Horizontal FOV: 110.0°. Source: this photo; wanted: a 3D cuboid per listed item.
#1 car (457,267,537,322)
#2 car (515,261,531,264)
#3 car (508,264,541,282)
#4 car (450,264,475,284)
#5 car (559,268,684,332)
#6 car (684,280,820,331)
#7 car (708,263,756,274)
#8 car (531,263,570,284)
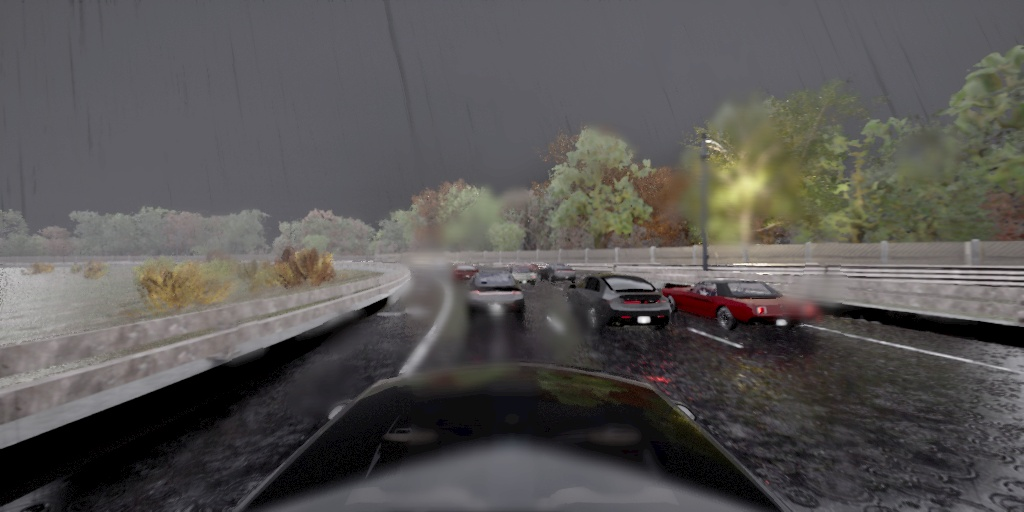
[{"bbox_3d":[-0.681,1.305,12.649,2.128,1.511,4.902,0,0,-6],"label":"car"},{"bbox_3d":[1.247,1.379,44.039,1.812,1.442,4.674,0,0,-40],"label":"car"},{"bbox_3d":[0.368,1.489,26.774,1.895,1.301,4.718,0,0,-13],"label":"car"},{"bbox_3d":[-3.934,1.401,29.431,1.882,1.535,5.008,0,0,-15],"label":"car"},{"bbox_3d":[2.989,1.294,11.071,1.837,1.490,4.892,0,0,-5],"label":"car"},{"bbox_3d":[6.519,1.373,11.097,1.895,1.301,4.718,0,0,-5],"label":"car"},{"bbox_3d":[16.106,1.238,28.348,5.357,1.411,2.033,-1,0,40],"label":"car"},{"bbox_3d":[3.481,1.375,28.677,2.128,1.511,4.902,0,0,-13],"label":"car"}]
